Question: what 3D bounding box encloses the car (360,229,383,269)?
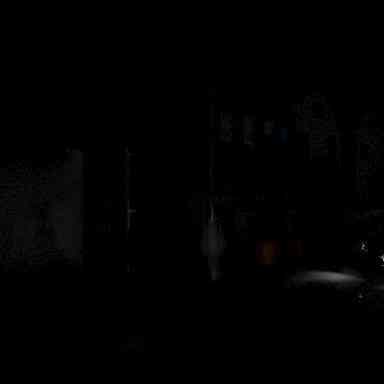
[{"bbox_3d":[7.022,1.540,10.269,4.892,1.490,1.837,0,-1,-38],"label":"car"}]
